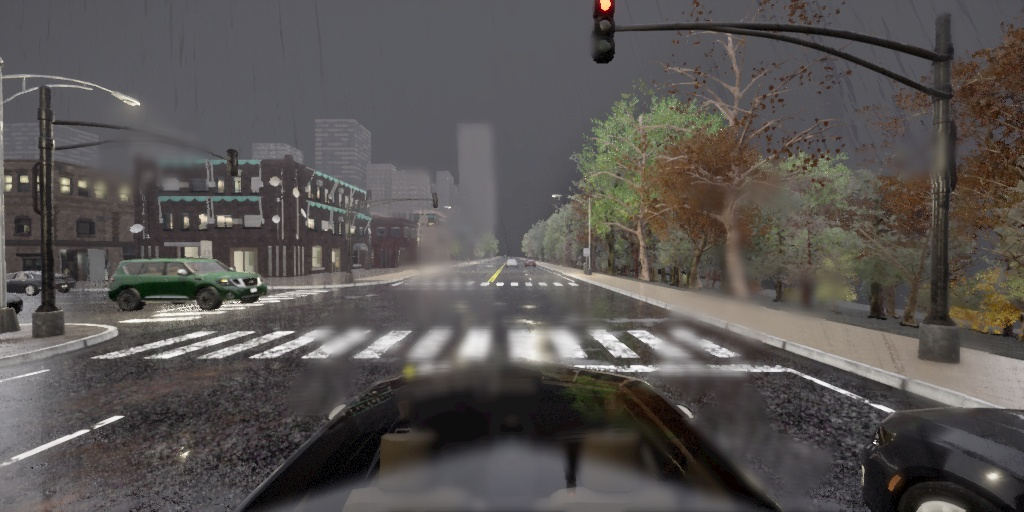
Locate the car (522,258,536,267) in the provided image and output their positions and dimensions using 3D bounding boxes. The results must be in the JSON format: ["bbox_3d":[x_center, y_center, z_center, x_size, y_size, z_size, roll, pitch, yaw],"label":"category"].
[{"bbox_3d":[3.224,1.251,63.392,1.812,1.442,4.674,0,0,0],"label":"car"}]

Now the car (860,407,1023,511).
[{"bbox_3d":[3.352,1.255,0.459,1.837,1.490,4.892,0,0,0],"label":"car"}]

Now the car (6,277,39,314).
[{"bbox_3d":[-19.969,1.565,12.459,4.313,1.339,1.948,0,0,0],"label":"car"}]

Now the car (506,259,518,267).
[{"bbox_3d":[-0.029,1.252,63.289,1.812,1.442,4.674,0,0,0],"label":"car"}]

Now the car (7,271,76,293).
[{"bbox_3d":[-28.320,1.559,20.954,4.403,1.370,2.007,0,0,0],"label":"car"}]

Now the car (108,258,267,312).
[{"bbox_3d":[-13.294,1.101,14.828,5.566,2.045,2.150,-1,0,4],"label":"car"}]
